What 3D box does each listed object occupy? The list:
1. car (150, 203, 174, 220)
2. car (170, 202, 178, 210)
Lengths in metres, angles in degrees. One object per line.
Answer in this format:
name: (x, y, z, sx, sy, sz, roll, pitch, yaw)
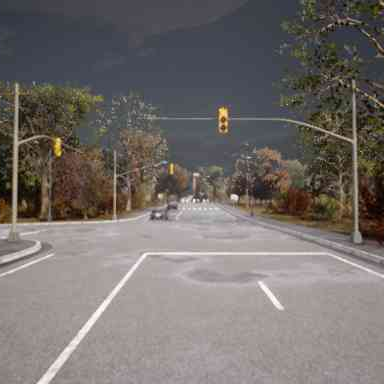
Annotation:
car: (-3.580, 2.343, 37.563, 2.128, 1.511, 4.902, 0, -1, 0)
car: (-3.521, 2.590, 61.502, 2.033, 1.411, 5.357, 0, 0, 0)
